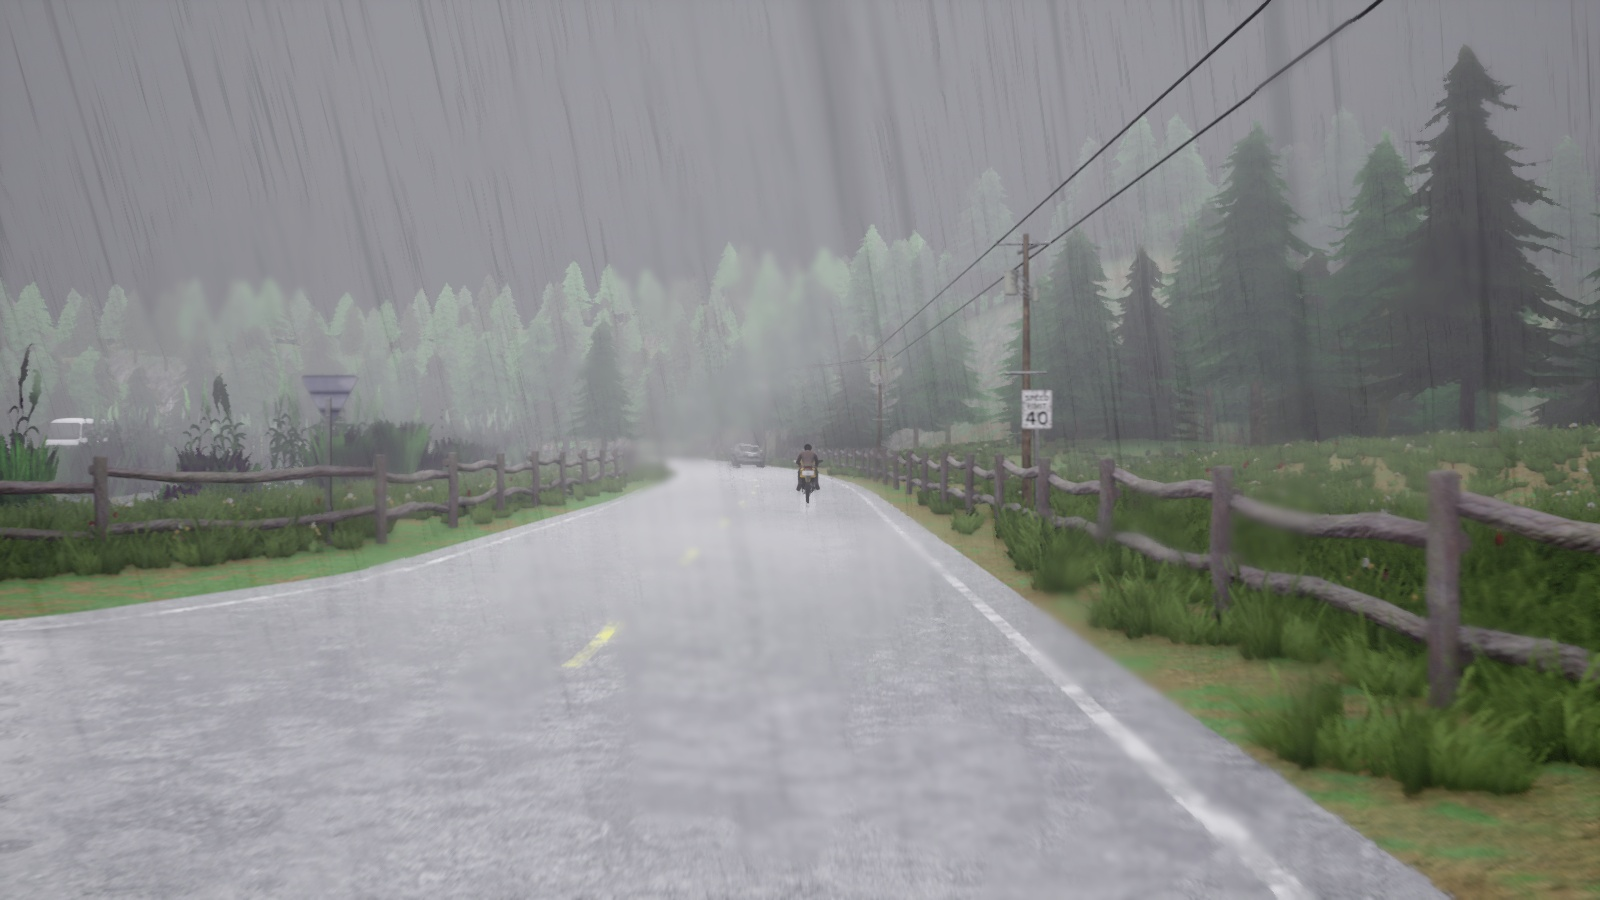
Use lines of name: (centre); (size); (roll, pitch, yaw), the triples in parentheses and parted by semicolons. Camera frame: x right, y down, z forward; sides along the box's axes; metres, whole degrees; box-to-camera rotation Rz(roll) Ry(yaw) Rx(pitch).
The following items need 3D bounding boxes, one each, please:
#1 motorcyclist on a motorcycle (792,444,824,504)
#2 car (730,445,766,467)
motorcyclist on a motorcycle: (0.204, 0.602, 32.851); (0.797, 1.523, 2.044); (0, 0, 0)
car: (-3.475, 0.385, 83.662); (1.970, 1.475, 3.806); (0, 0, -8)
